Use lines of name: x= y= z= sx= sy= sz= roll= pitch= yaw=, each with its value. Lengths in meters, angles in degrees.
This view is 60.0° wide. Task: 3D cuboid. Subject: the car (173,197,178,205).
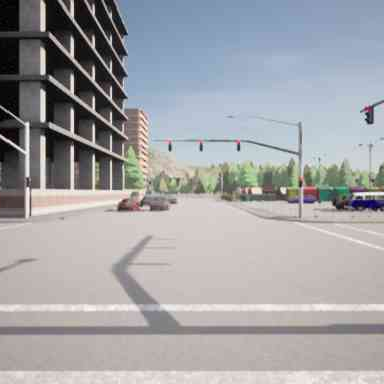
car: x=-3.565 y=1.530 z=57.723 sx=1.994 sy=1.385 sz=4.181 roll=0 pitch=0 yaw=1

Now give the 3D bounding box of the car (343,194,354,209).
car: x=25.278 y=1.390 z=49.707 sx=3.905 sy=1.438 sz=1.784 roll=0 pitch=0 yaw=1

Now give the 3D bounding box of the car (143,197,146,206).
car: x=-7.024 y=1.473 z=52.447 sx=1.837 sy=1.490 sz=4.892 roll=0 pitch=0 yaw=0

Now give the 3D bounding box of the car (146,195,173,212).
car: x=-3.695 y=1.329 z=38.977 sx=2.097 sy=1.767 sz=4.553 roll=0 pitch=0 yaw=0

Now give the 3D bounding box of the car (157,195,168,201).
car: x=-6.874 y=1.380 z=78.228 sx=2.033 sy=1.411 sz=5.357 roll=0 pitch=0 yaw=0

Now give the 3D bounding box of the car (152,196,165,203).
car: x=-6.929 y=1.506 z=68.907 sx=2.033 sy=1.411 sz=5.357 roll=0 pitch=0 yaw=0

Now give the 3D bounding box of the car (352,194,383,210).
car: x=25.240 y=1.423 z=46.812 sx=3.806 sy=1.475 sz=1.970 roll=0 pitch=0 yaw=1

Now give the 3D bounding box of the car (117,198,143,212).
car: x=-7.204 y=1.455 z=37.898 sx=1.882 sy=1.535 sz=5.008 roll=0 pitch=0 yaw=0

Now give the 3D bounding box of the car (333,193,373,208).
car: x=25.261 y=1.178 z=52.391 sx=4.605 sy=1.855 sz=1.932 roll=0 pitch=0 yaw=1
